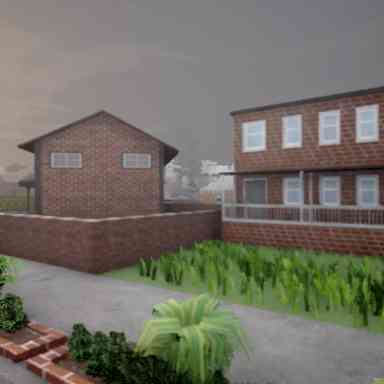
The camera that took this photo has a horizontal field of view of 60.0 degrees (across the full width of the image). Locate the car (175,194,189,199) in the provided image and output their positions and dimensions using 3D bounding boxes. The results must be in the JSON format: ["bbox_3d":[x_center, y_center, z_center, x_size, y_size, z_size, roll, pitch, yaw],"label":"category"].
[{"bbox_3d":[-2.522,1.353,86.957,3.866,1.878,1.905,0,0,-19],"label":"car"}]
